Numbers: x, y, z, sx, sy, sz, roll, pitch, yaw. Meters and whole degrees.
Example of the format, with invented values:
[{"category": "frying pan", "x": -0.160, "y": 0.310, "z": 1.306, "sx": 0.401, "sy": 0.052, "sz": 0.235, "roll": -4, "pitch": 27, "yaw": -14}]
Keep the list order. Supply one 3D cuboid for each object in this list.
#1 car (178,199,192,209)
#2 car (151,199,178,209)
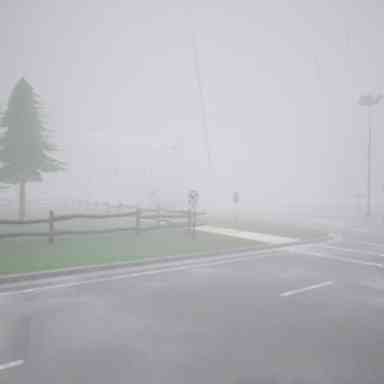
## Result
[{"category": "car", "x": -1.714, "y": 1.830, "z": 53.053, "sx": 1.837, "sy": 1.490, "sz": 4.892, "roll": 1, "pitch": -1, "yaw": -35}, {"category": "car", "x": -4.580, "y": 1.791, "z": 51.044, "sx": 1.837, "sy": 1.490, "sz": 4.892, "roll": 1, "pitch": -1, "yaw": -35}]
